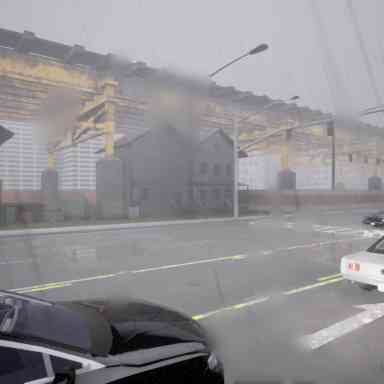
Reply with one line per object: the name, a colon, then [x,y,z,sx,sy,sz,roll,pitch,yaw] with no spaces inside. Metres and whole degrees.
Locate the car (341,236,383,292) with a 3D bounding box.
car: [5.602,1.601,7.759,4.718,1.301,1.895,0,0,-35]

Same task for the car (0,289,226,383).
car: [-1.918,1.492,2.378,4.902,1.511,2.128,0,0,-35]

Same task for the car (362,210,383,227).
car: [13.450,1.547,20.988,5.357,1.411,2.033,0,0,-19]
